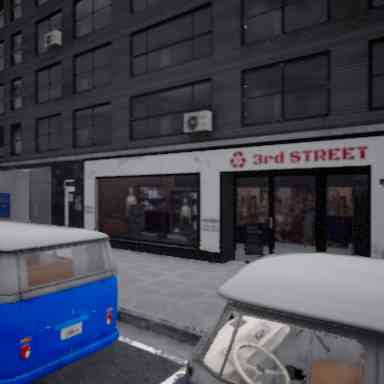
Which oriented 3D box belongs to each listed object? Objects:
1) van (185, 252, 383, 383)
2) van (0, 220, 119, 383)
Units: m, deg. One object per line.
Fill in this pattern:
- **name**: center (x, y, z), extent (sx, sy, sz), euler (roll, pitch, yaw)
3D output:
- **van**: center (1.754, 1.341, 1.559), extent (3.998, 1.788, 1.690), euler (0, 0, 35)
- **van**: center (-2.873, 1.343, 4.858), extent (3.998, 1.788, 1.690), euler (0, 0, 35)
